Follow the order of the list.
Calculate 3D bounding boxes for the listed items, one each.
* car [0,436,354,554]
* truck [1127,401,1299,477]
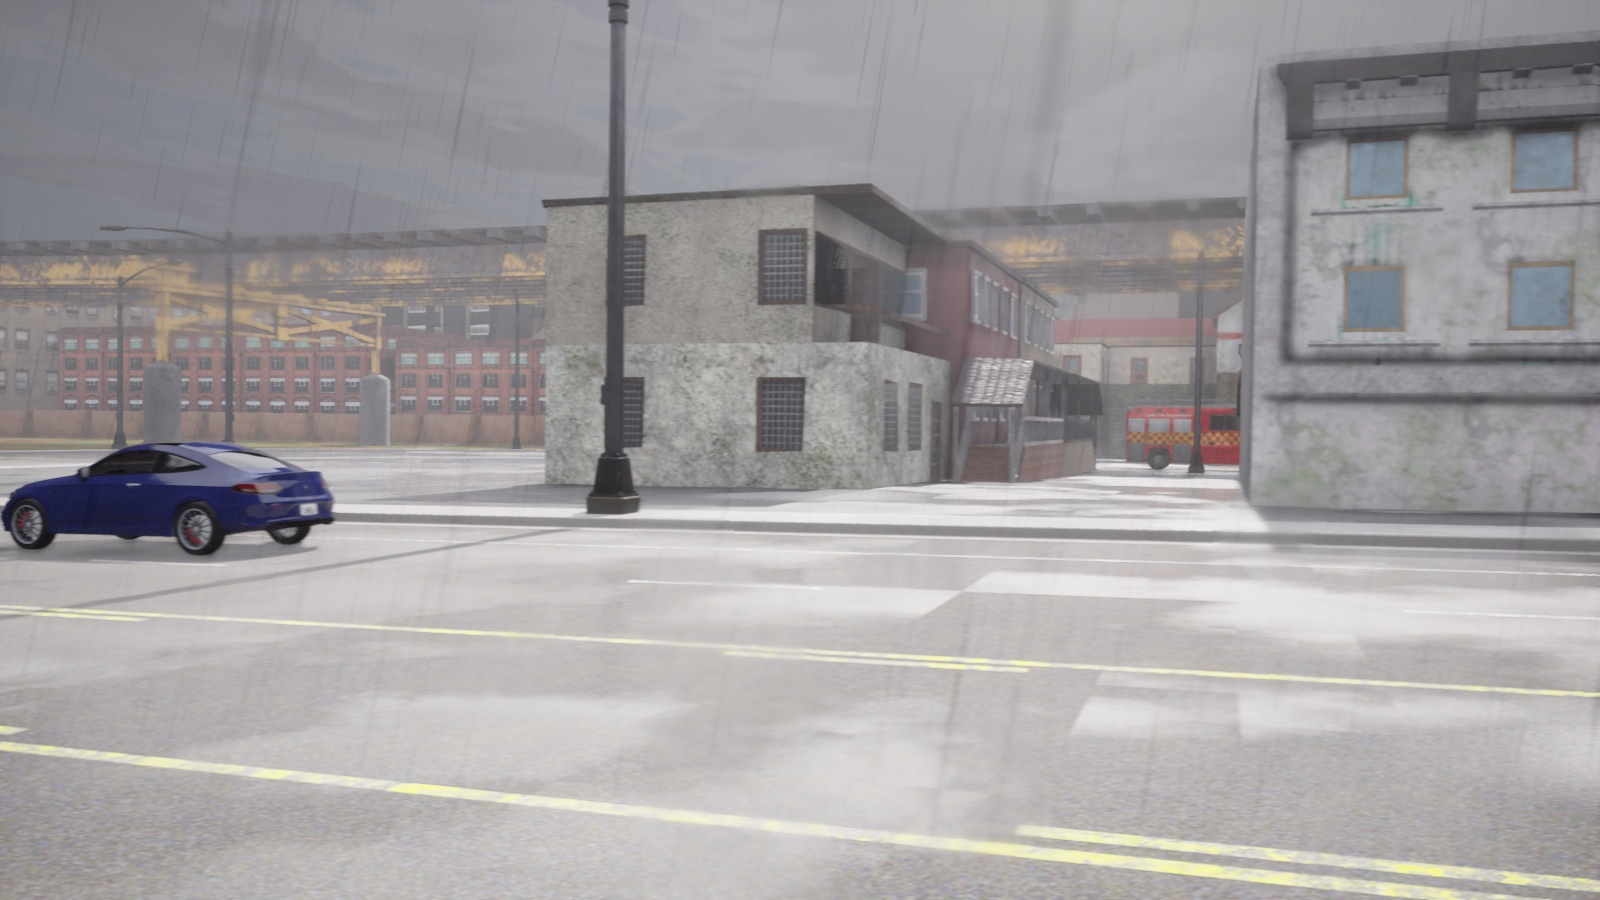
[{"bbox_3d":[-8.640,0.542,17.178,4.674,1.442,1.812,1,1,19],"label":"car"},{"bbox_3d":[22.078,-0.642,67.400,8.468,3.827,2.891,2,1,19],"label":"truck"}]
